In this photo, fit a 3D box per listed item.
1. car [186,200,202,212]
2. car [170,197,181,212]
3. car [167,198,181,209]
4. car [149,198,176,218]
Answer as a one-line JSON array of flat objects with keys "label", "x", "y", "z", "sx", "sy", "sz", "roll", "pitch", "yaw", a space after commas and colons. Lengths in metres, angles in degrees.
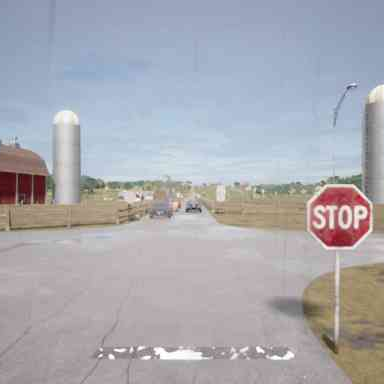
[{"label": "car", "x": 0.217, "y": 1.668, "z": 40.535, "sx": 2.033, "sy": 1.411, "sz": 5.357, "roll": 0, "pitch": 0, "yaw": 0}, {"label": "car", "x": -2.717, "y": 1.471, "z": 40.294, "sx": 2.097, "sy": 1.767, "sz": 4.553, "roll": 0, "pitch": 0, "yaw": 0}, {"label": "car", "x": -2.680, "y": 1.666, "z": 50.435, "sx": 1.882, "sy": 1.535, "sz": 5.008, "roll": 0, "pitch": -1, "yaw": 0}, {"label": "car", "x": -2.754, "y": 1.584, "z": 30.595, "sx": 1.837, "sy": 1.490, "sz": 4.892, "roll": 0, "pitch": 0, "yaw": 0}]
